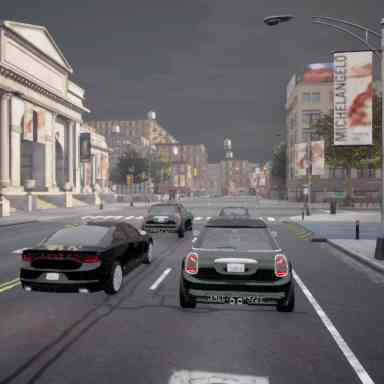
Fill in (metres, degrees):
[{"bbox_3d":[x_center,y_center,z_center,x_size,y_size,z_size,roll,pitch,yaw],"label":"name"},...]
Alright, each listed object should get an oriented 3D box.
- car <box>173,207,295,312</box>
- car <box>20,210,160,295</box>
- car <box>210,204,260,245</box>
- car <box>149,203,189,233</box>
[{"bbox_3d":[1.023,1.352,7.956,2.097,1.767,4.553,0,0,7],"label":"car"},{"bbox_3d":[-2.395,1.478,8.877,1.882,1.535,5.008,0,0,7],"label":"car"},{"bbox_3d":[2.163,1.489,16.803,2.128,1.511,4.902,0,0,8],"label":"car"},{"bbox_3d":[-1.196,1.352,18.009,2.097,1.767,4.553,0,0,8],"label":"car"}]
